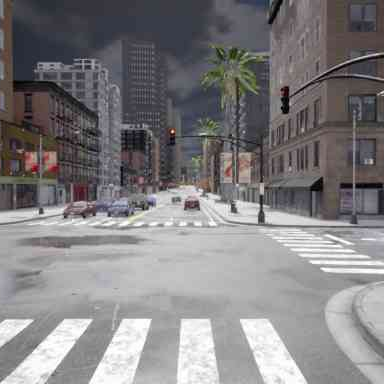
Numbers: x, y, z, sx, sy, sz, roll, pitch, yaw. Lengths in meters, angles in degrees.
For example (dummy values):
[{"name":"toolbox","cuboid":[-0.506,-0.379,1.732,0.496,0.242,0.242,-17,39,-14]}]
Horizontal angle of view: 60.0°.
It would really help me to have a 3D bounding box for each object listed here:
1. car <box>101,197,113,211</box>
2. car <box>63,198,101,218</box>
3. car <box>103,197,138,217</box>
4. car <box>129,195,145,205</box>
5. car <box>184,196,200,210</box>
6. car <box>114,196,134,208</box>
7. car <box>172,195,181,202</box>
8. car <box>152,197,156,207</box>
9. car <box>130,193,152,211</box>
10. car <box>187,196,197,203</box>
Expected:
[{"name":"car","cuboid":[-9.918,1.338,38.745,2.097,1.767,4.553,0,0,0]},{"name":"car","cuboid":[-9.903,1.516,29.753,1.812,1.442,4.674,0,0,0]},{"name":"car","cuboid":[-6.660,1.515,31.538,1.812,1.442,4.674,0,0,0]},{"name":"car","cuboid":[-9.914,1.437,60.219,1.882,1.535,5.008,0,0,1]},{"name":"car","cuboid":[0.013,1.461,43.370,1.882,1.535,5.008,0,0,0]},{"name":"car","cuboid":[-9.936,1.454,49.195,1.882,1.535,5.008,0,0,0]},{"name":"car","cuboid":[-3.301,1.433,70.931,2.128,1.511,4.902,0,0,0]},{"name":"car","cuboid":[-6.684,1.451,51.671,1.882,1.535,5.008,0,0,0]},{"name":"car","cuboid":[-6.671,1.206,41.230,2.150,2.045,5.566,0,0,0]},{"name":"car","cuboid":[-0.061,1.496,71.401,1.994,1.385,4.181,0,0,0]}]
